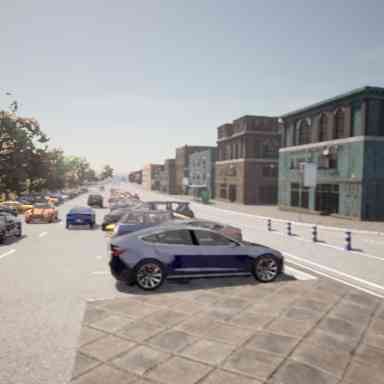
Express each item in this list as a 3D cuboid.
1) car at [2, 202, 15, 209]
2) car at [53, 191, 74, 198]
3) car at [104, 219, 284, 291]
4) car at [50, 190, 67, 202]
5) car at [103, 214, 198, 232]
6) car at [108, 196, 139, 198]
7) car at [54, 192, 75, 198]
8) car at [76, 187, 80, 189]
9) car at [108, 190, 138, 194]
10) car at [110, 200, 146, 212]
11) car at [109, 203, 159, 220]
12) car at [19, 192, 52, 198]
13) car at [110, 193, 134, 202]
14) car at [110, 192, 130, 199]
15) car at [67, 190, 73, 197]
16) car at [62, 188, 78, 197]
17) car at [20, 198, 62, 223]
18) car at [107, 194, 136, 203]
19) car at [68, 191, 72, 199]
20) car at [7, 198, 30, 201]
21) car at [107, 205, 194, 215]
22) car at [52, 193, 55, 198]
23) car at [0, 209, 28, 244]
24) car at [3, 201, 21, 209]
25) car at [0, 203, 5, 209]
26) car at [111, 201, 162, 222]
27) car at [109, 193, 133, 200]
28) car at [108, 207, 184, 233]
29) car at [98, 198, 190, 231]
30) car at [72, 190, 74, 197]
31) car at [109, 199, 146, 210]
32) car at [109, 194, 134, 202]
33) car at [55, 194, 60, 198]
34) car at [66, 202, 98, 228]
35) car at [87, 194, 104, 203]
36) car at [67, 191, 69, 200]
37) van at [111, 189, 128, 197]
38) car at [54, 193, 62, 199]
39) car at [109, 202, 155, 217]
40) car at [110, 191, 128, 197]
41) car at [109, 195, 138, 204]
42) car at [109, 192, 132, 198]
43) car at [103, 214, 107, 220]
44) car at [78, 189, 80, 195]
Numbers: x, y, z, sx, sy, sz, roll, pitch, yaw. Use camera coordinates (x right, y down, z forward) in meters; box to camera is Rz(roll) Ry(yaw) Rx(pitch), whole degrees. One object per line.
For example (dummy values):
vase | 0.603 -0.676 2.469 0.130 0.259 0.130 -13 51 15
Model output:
car | -17.856 1.844 27.449 5.008 1.535 2.097 0 0 -14
car | -30.503 0.574 78.973 4.553 1.767 2.185 0 2 -14
car | 0.152 1.636 9.110 4.792 1.488 2.163 0 -1 -14
car | -25.185 1.077 57.343 5.566 2.045 2.435 0 2 -14
car | -0.570 1.696 11.799 4.792 1.488 2.163 0 -1 -14
car | -7.231 1.726 38.861 4.553 1.767 2.185 0 1 -14
car | -31.202 0.659 81.673 4.674 1.452 2.002 0 2 -14
car | -32.496 0.332 87.082 4.553 1.767 2.185 0 2 -14
car | -11.884 1.205 57.790 5.566 2.045 2.435 0 2 -14
car | -8.535 1.819 44.276 4.674 1.452 2.002 0 1 -14
car | -5.842 1.919 33.463 4.792 1.488 2.163 0 0 -14
car | -21.884 1.430 43.683 5.566 2.045 2.435 0 1 -14
car | -13.791 1.102 65.791 4.553 1.767 2.185 0 2 -14
car | -17.178 0.871 79.418 4.674 1.452 2.002 0 2 -14
car | -28.546 0.939 70.858 4.892 1.521 2.231 0 2 -14
car | -29.840 0.529 76.267 5.566 2.045 2.435 0 2 -14
car | -13.267 1.733 29.513 2.097 1.767 4.553 0 0 -14
car | -13.368 1.298 63.163 5.366 1.575 1.946 0 2 -14
car | -27.880 1.017 68.155 5.008 1.535 2.097 0 2 -14
car | -20.346 1.767 38.322 5.366 1.575 1.946 0 1 -14
car | -1.238 1.601 14.506 4.553 1.767 2.185 0 -1 -14
car | -23.220 1.434 49.102 4.553 1.767 2.185 0 1 -14
car | -10.319 1.830 17.480 1.812 1.442 4.674 0 -1 -13
car | -18.553 1.839 30.283 4.892 1.521 2.231 0 0 -14
car | -17.190 1.840 24.740 5.008 1.535 2.097 0 0 -14
car | -5.173 1.770 30.757 4.553 1.767 2.185 0 0 -14
car | -15.851 0.989 74.013 5.008 1.535 2.097 0 2 -14
car | -3.200 1.859 22.632 4.892 1.521 2.231 0 -1 -14
car | -2.567 1.572 19.919 5.566 2.045 2.435 0 -1 -14
car | -29.232 0.889 73.555 4.792 1.488 2.163 0 2 -14
car | -9.192 1.730 46.986 5.008 1.535 2.097 0 1 -14
car | -14.523 1.147 68.609 4.892 1.521 2.231 0 2 -14
car | -23.851 1.487 51.818 5.008 1.535 2.097 0 1 -14
car | -8.589 1.870 25.908 1.882 1.535 5.008 0 0 -14
car | -14.710 1.344 50.771 2.150 2.045 5.566 0 1 -13
car | -27.213 1.135 65.453 4.674 1.452 2.002 0 2 -14
van | -19.037 0.366 87.484 4.442 1.987 1.878 0 2 -14
car | -24.730 1.402 54.595 5.366 1.575 1.946 0 2 -14
car | -6.564 1.904 36.156 4.792 1.488 2.163 0 0 -14
car | -19.805 0.538 90.232 4.792 1.488 2.163 0 2 -14
car | -12.518 1.379 60.507 5.008 1.535 2.097 0 2 -14
car | -17.659 0.748 82.164 5.366 1.575 1.946 0 2 -14
car | -1.866 1.780 17.211 5.008 1.535 2.097 0 -1 -14
car | -31.859 0.538 84.377 5.008 1.535 2.097 0 2 -14
